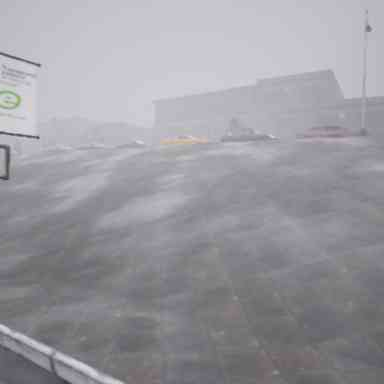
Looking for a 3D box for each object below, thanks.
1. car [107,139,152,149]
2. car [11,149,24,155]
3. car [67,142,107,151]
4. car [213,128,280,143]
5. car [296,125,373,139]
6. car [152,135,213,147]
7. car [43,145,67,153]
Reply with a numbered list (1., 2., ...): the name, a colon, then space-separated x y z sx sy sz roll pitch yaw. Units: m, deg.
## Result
1. car: -5.166 -4.062 30.399 4.674 1.452 2.002 2 1 33
2. car: -23.416 -4.756 42.683 4.553 1.767 2.185 1 1 34
3. car: -9.812 -4.255 33.427 4.892 1.521 2.231 2 1 34
4. car: 4.298 -3.913 24.654 4.553 1.767 2.185 2 1 31
5. car: 9.289 -3.596 21.855 4.792 1.488 2.163 2 1 29
6. car: -0.455 -3.945 27.470 5.008 1.535 2.097 2 1 32
7. car: -14.377 -4.389 36.526 4.892 1.521 2.231 2 1 34
